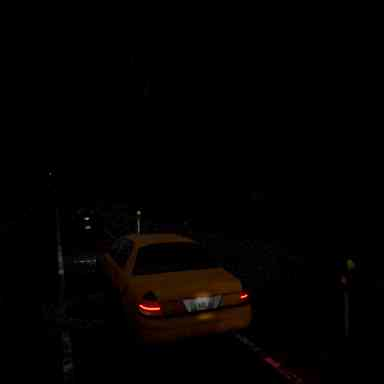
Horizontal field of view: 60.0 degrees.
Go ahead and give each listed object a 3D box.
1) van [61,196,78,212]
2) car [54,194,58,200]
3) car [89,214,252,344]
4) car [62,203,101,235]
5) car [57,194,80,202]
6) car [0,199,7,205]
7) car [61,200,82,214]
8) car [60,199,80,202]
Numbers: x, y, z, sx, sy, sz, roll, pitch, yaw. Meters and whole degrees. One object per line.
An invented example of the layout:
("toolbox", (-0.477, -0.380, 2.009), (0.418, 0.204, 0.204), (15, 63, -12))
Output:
("van", (-14.461, 1.336, 39.171), (1.690, 1.788, 3.998), (0, 0, -22))
("car", (-31.408, 1.456, 79.659), (1.967, 1.590, 4.097), (0, 0, -24))
("car", (-0.834, 1.456, 6.777), (1.801, 1.575, 5.366), (0, 0, -22))
("car", (-6.063, 1.548, 18.735), (2.008, 1.369, 4.403), (0, 0, -22))
("car", (-12.361, 1.311, 34.063), (2.192, 1.841, 5.009), (0, 0, -22))
("car", (-34.010, 1.548, 55.601), (5.357, 1.411, 2.033), (0, 0, -2))
("car", (-8.163, 1.548, 23.844), (2.008, 1.369, 4.403), (0, 0, -22))
("car", (-10.262, 1.562, 28.953), (1.947, 1.339, 4.313), (0, 0, -22))
